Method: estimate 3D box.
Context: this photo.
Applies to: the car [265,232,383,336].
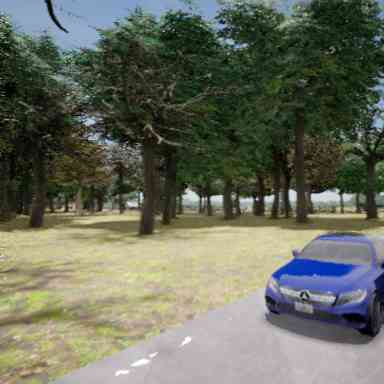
[{"bbox_3d":[3.319,1.653,7.195,1.812,1.442,4.674,-1,-2,40],"label":"car"}]
